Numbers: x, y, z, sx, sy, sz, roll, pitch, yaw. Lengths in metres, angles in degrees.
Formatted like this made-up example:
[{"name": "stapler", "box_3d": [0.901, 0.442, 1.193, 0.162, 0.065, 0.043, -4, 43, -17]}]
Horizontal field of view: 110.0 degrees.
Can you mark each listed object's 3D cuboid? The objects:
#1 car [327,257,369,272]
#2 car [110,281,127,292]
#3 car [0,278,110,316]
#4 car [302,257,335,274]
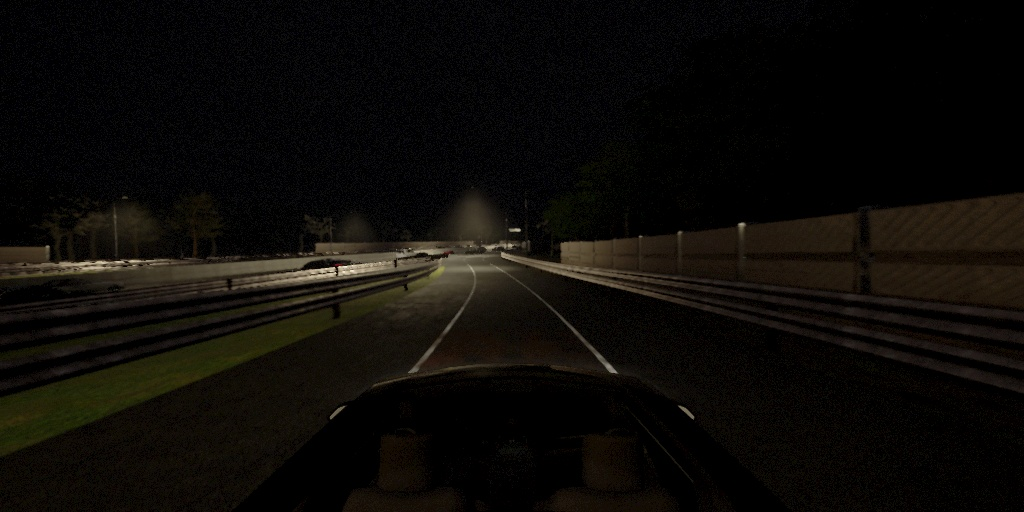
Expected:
[{"name": "car", "box_3d": [-19.511, 1.175, 43.721, 2.128, 1.511, 4.902, 0, 3, 13]}, {"name": "car", "box_3d": [-30.942, 2.244, 25.515, 1.895, 1.301, 4.718, 0, 3, 13]}, {"name": "car", "box_3d": [-25.289, 2.312, 18.931, 1.837, 1.490, 4.892, 0, 3, 13]}, {"name": "car", "box_3d": [-23.114, 1.221, 43.685, 1.837, 1.490, 4.892, 0, 3, 13]}]
